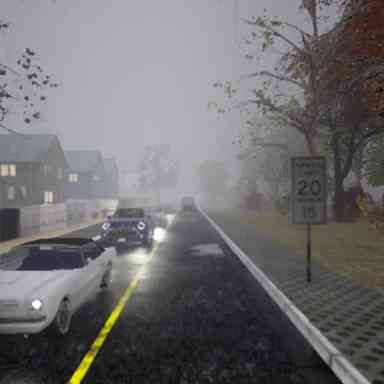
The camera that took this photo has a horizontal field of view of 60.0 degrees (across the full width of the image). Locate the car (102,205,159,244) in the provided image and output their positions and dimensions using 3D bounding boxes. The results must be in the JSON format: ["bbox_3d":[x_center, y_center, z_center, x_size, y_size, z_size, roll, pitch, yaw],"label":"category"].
[{"bbox_3d":[-3.080,1.520,16.733,2.097,1.767,4.553,0,-1,-1],"label":"car"}]

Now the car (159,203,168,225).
[{"bbox_3d":[-3.226,1.858,26.732,1.895,1.301,4.718,0,-1,-1],"label":"car"}]

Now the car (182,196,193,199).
[{"bbox_3d":[-0.655,1.674,50.687,2.150,2.045,5.566,0,-1,-1],"label":"car"}]

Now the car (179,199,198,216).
[{"bbox_3d":[-0.430,1.812,36.425,2.128,1.511,4.902,0,-1,-1],"label":"car"}]

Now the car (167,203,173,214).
[{"bbox_3d":[-3.361,1.988,41.413,1.895,1.301,4.718,0,-1,-1],"label":"car"}]

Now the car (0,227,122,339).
[{"bbox_3d":[-2.934,1.682,6.811,1.895,1.301,4.718,0,0,-1],"label":"car"}]
